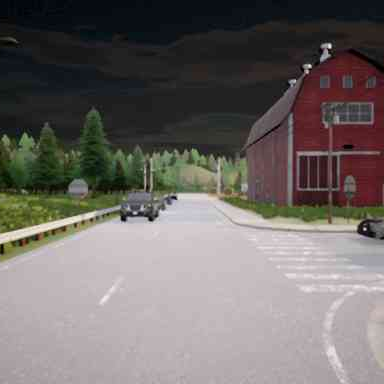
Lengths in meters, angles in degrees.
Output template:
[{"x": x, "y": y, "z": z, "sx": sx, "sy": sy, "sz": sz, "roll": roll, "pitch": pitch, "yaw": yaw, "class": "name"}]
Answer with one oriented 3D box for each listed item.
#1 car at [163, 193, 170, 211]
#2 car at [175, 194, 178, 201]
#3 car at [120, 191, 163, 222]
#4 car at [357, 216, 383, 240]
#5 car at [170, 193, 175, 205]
[{"x": -3.658, "y": 1.118, "z": 34.386, "sx": 1.837, "sy": 1.490, "sz": 4.892, "roll": 0, "pitch": 1, "yaw": 0, "class": "car"}, {"x": -3.612, "y": 0.916, "z": 60.923, "sx": 1.895, "sy": 1.301, "sz": 4.718, "roll": 0, "pitch": 1, "yaw": 0, "class": "car"}, {"x": -3.627, "y": 0.954, "z": 23.885, "sx": 2.150, "sy": 2.045, "sz": 5.566, "roll": 0, "pitch": 0, "yaw": 0, "class": "car"}, {"x": 9.346, "y": 1.404, "z": 14.093, "sx": 4.181, "sy": 1.385, "sz": 1.994, "roll": 0, "pitch": 1, "yaw": 2, "class": "car"}, {"x": -3.668, "y": 1.101, "z": 44.446, "sx": 1.895, "sy": 1.301, "sz": 4.718, "roll": 0, "pitch": 1, "yaw": 0, "class": "car"}]
